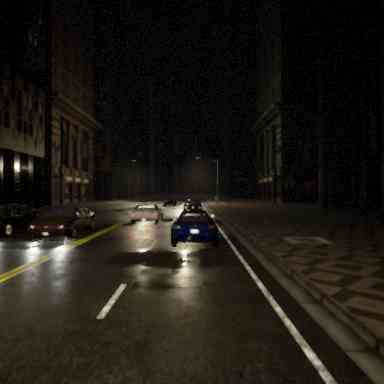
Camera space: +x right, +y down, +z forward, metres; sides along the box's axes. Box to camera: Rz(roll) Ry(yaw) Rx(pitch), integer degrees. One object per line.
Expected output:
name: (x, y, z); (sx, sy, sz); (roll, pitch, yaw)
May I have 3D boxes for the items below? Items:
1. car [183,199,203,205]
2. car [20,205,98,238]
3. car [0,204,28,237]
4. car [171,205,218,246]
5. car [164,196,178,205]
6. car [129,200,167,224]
car: (0.102, 1.411, 32.106); (2.033, 1.411, 5.357); (0, 0, 0)
car: (-6.519, 1.472, 17.514); (2.033, 1.411, 5.357); (0, 0, 1)
car: (-9.769, 1.427, 17.618); (1.837, 1.490, 4.892); (0, 1, 0)
car: (0.105, 1.498, 14.998); (1.994, 1.385, 4.181); (0, 0, 0)
car: (-3.135, 1.340, 49.062); (2.033, 1.411, 5.357); (0, 0, 0)
car: (-3.143, 1.498, 23.868); (1.895, 1.301, 4.718); (0, 0, 0)
